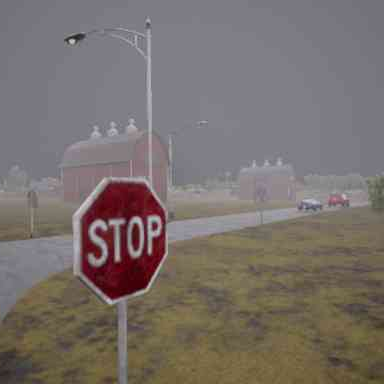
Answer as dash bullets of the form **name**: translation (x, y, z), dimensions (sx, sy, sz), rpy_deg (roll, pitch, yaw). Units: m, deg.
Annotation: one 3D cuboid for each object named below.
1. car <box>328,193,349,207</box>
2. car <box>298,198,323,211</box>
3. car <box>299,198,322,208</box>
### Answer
- **car**: translation (22.201, 1.231, 50.273), dimensions (2.150, 2.045, 5.566), rpy_deg (-1, -1, 35)
- **car**: translation (13.536, 1.438, 37.986), dimensions (1.812, 1.442, 4.674), rpy_deg (-1, -1, 35)
- **car**: translation (17.057, 1.589, 47.743), dimensions (1.994, 1.385, 4.181), rpy_deg (-1, -1, 35)
